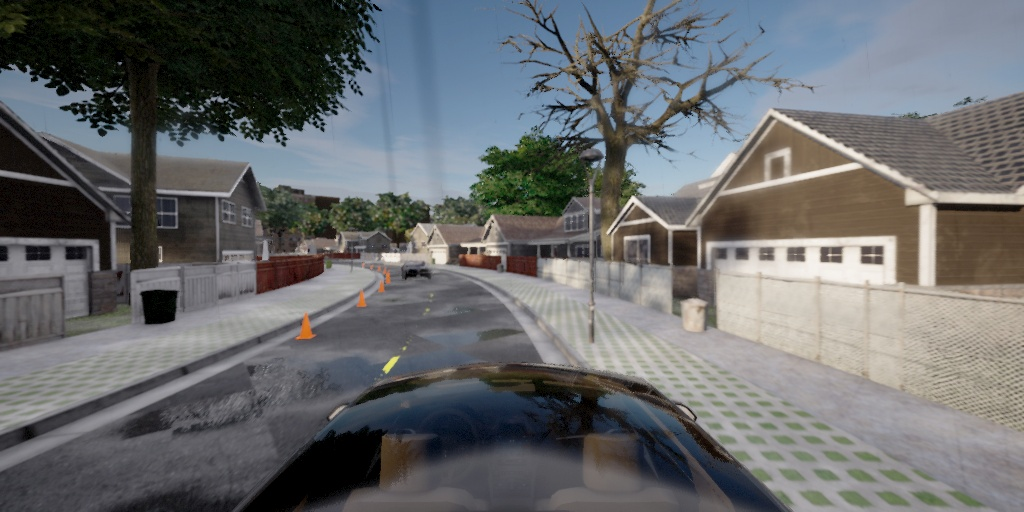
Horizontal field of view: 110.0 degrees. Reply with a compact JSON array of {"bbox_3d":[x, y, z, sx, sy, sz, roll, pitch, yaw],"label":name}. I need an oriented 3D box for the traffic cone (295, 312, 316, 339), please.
[{"bbox_3d":[-4.857,1.624,8.466,0.340,0.580,0.340,0,0,-6],"label":"traffic cone"}]

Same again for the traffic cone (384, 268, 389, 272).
[{"bbox_3d":[-9.392,1.352,27.263,0.340,0.580,0.340,0,0,-21],"label":"traffic cone"}]

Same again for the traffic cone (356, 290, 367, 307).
[{"bbox_3d":[-5.552,1.553,13.262,0.340,0.580,0.340,0,0,-10],"label":"traffic cone"}]

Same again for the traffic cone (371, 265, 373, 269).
[{"bbox_3d":[-15.753,1.176,40.314,0.340,0.580,0.340,0,0,-31],"label":"traffic cone"}]

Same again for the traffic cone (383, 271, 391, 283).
[{"bbox_3d":[-7.823,1.417,22.678,0.340,0.580,0.340,0,0,-17],"label":"traffic cone"}]

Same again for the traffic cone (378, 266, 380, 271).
[{"bbox_3d":[-13.364,1.232,36.097,0.340,0.580,0.340,0,0,-28],"label":"traffic cone"}]

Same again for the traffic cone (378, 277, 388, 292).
[{"bbox_3d":[-6.542,1.483,18.005,0.340,0.580,0.340,0,0,-14],"label":"traffic cone"}]

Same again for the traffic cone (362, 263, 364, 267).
[{"bbox_3d":[-18.397,1.122,44.373,0.340,0.580,0.340,0,0,-35],"label":"traffic cone"}]

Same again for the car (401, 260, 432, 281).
[{"bbox_3d":[-7.025,1.003,26.242,1.895,1.301,4.718,-1,1,-20],"label":"car"}]
